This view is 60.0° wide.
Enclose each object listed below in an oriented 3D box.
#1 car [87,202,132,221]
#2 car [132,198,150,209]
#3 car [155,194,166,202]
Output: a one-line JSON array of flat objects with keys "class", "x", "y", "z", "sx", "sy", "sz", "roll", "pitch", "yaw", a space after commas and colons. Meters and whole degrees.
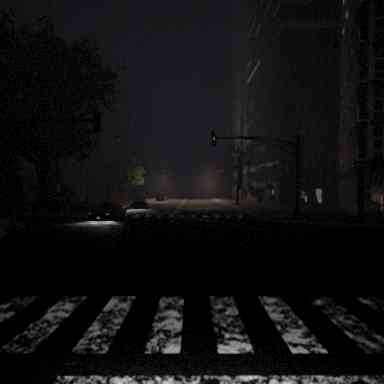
[{"class": "car", "x": -6.702, "y": 1.492, "z": 26.906, "sx": 2.033, "sy": 1.411, "sz": 5.357, "roll": 0, "pitch": 0, "yaw": 3}, {"class": "car", "x": -6.615, "y": 1.496, "z": 42.723, "sx": 1.994, "sy": 1.385, "sz": 4.181, "roll": 0, "pitch": 1, "yaw": 0}, {"class": "car", "x": -6.695, "y": 1.203, "z": 71.945, "sx": 2.097, "sy": 1.767, "sz": 4.553, "roll": 0, "pitch": 0, "yaw": 0}]
